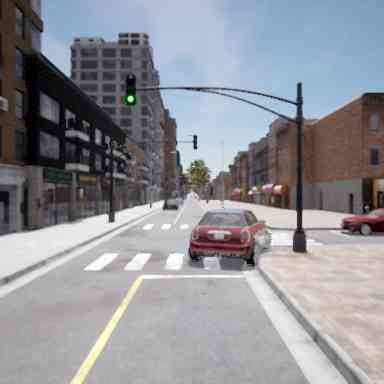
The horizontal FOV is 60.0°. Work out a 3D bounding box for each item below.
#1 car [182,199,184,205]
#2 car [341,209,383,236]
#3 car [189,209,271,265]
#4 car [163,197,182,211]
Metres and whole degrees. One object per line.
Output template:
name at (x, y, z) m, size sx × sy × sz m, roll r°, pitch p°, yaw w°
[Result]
car at (-2.600, 1.785, 64.299) m, size 1.812 × 1.442 × 4.674 m, roll 0°, pitch -1°, yaw 0°
car at (10.411, 1.564, 17.966) m, size 4.507 × 1.381 × 1.887 m, roll 0°, pitch 0°, yaw 0°
car at (1.526, 1.375, 12.098) m, size 2.097 × 1.767 × 4.553 m, roll 0°, pitch 0°, yaw 19°
car at (-2.738, 1.601, 43.391) m, size 1.882 × 1.535 × 5.008 m, roll 0°, pitch 0°, yaw 0°
